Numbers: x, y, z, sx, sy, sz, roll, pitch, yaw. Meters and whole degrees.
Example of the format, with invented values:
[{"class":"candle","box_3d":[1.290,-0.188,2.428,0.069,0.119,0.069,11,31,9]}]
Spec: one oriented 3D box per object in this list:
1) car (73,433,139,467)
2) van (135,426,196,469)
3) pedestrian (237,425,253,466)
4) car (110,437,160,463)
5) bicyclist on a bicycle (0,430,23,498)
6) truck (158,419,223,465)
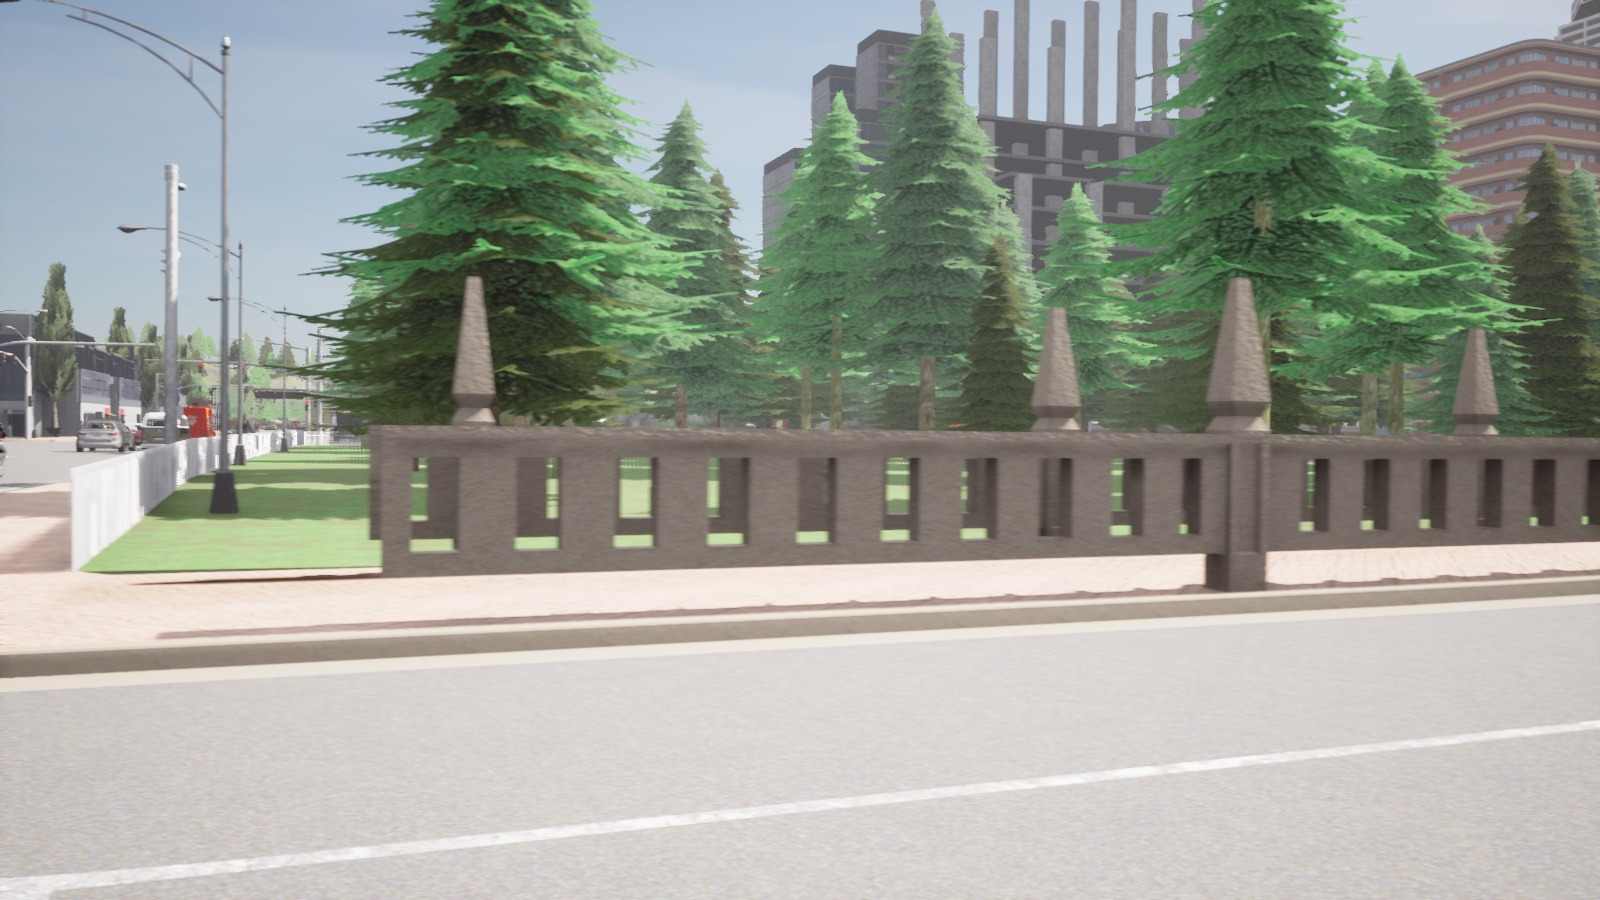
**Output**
[{"class":"car","box_3d":[-36.242,-0.030,65.686,2.242,1.667,4.611,-1,1,-19]},{"class":"van","box_3d":[-31.288,-0.145,62.056,2.069,2.038,4.480,-1,1,-19]},{"class":"pedestrian","box_3d":[-25.431,-0.201,57.578,0.563,1.883,0.849,-1,1,-19]},{"class":"car","box_3d":[-39.006,-0.008,73.715,1.970,1.475,3.806,-1,1,-19]},{"class":"bicyclist on a bicycle","box_3d":[-21.547,0.355,33.791,0.659,1.776,1.843,-1,1,-19]},{"class":"truck","box_3d":[-34.337,-0.465,70.885,2.627,2.467,5.204,-1,1,-19]}]
